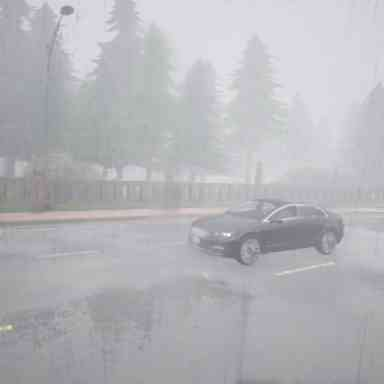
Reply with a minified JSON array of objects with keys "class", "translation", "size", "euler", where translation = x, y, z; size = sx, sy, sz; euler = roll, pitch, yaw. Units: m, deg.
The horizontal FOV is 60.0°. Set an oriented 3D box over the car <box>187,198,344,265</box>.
[{"class":"car","translation":[2.228,0.950,9.417],"size":[4.902,1.511,2.128],"euler":[1,4,-31]}]
